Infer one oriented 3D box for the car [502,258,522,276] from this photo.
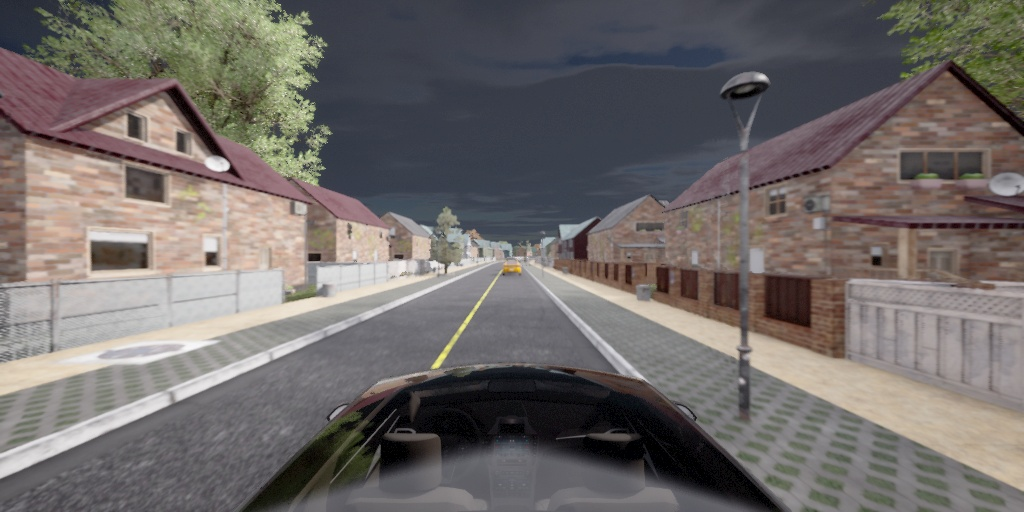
[{"bbox_3d":[-0.010,1.208,37.661,1.882,1.535,5.008,0,0,0],"label":"car"}]
